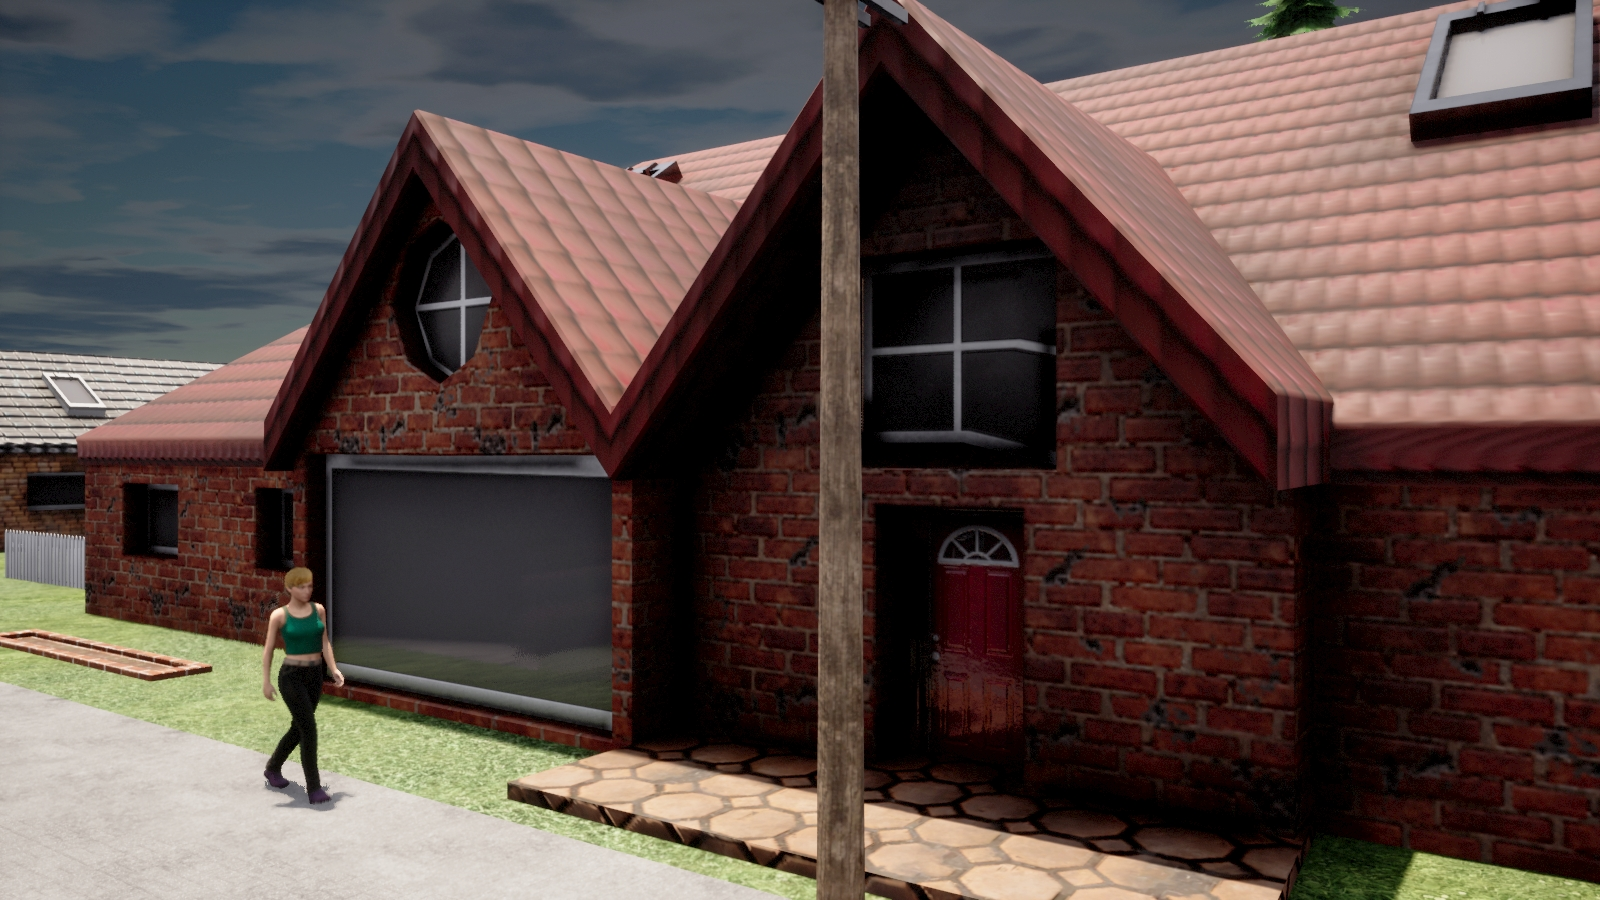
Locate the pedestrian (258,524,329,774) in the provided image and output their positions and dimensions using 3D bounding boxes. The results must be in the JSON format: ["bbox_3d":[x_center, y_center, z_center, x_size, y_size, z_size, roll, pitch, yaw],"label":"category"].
[{"bbox_3d":[-3.950,1.524,8.914,0.375,1.860,0.375,0,0,39],"label":"pedestrian"}]
